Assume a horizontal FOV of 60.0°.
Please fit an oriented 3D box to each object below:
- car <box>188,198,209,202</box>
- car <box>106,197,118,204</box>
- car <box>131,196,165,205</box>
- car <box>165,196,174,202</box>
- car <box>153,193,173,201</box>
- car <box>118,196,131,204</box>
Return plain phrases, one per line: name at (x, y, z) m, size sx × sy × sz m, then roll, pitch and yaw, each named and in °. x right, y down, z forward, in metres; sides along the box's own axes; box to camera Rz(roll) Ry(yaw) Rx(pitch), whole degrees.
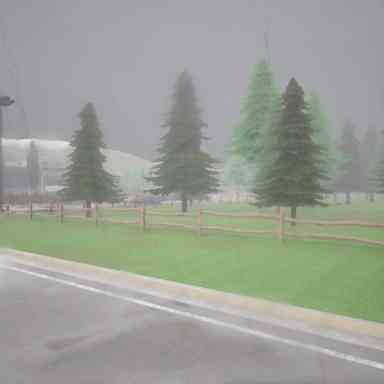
car at (1.688, 1.056, 71.511) m, size 2.150 × 2.045 × 5.566 m, roll 0°, pitch 0°, yaw 36°
car at (-13.363, 1.494, 62.903) m, size 2.128 × 1.511 × 4.902 m, roll 0°, pitch 0°, yaw 36°
car at (-7.730, 1.562, 58.747) m, size 2.033 × 1.411 × 5.357 m, roll 0°, pitch 0°, yaw 36°
car at (-3.962, 1.356, 75.644) m, size 2.128 × 1.511 × 4.902 m, roll 0°, pitch 0°, yaw 36°
car at (-6.796, 1.186, 77.697) m, size 2.097 × 1.767 × 4.553 m, roll 0°, pitch 0°, yaw 36°
car at (-10.546, 1.484, 60.825) m, size 1.882 × 1.535 × 5.008 m, roll 0°, pitch 0°, yaw 36°
